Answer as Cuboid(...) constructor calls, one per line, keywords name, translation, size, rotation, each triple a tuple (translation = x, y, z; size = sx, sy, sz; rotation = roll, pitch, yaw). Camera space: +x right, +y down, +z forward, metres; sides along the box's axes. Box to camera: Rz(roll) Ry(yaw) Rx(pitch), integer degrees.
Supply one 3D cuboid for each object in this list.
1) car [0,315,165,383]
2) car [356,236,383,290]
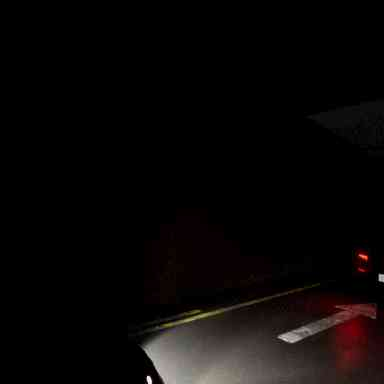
Cuboid(name="car", translation=(-2.225, 1.564, 2.255), size=(4.181, 1.385, 1.994), rotation=(0, 0, -35))
Cuboid(name="car", translation=(5.662, 1.526, 7.807), size=(4.674, 1.442, 1.812), rotation=(0, 0, -35))
